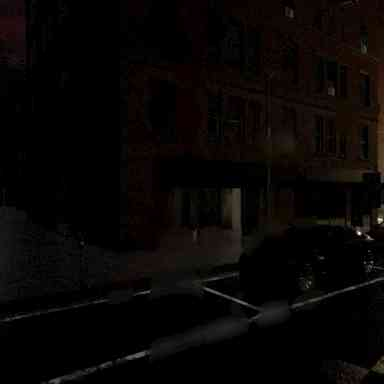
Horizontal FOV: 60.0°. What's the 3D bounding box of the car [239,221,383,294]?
[{"bbox_3d":[3.185,1.565,8.816,4.313,1.339,1.947,0,0,-36],"label":"car"}]
